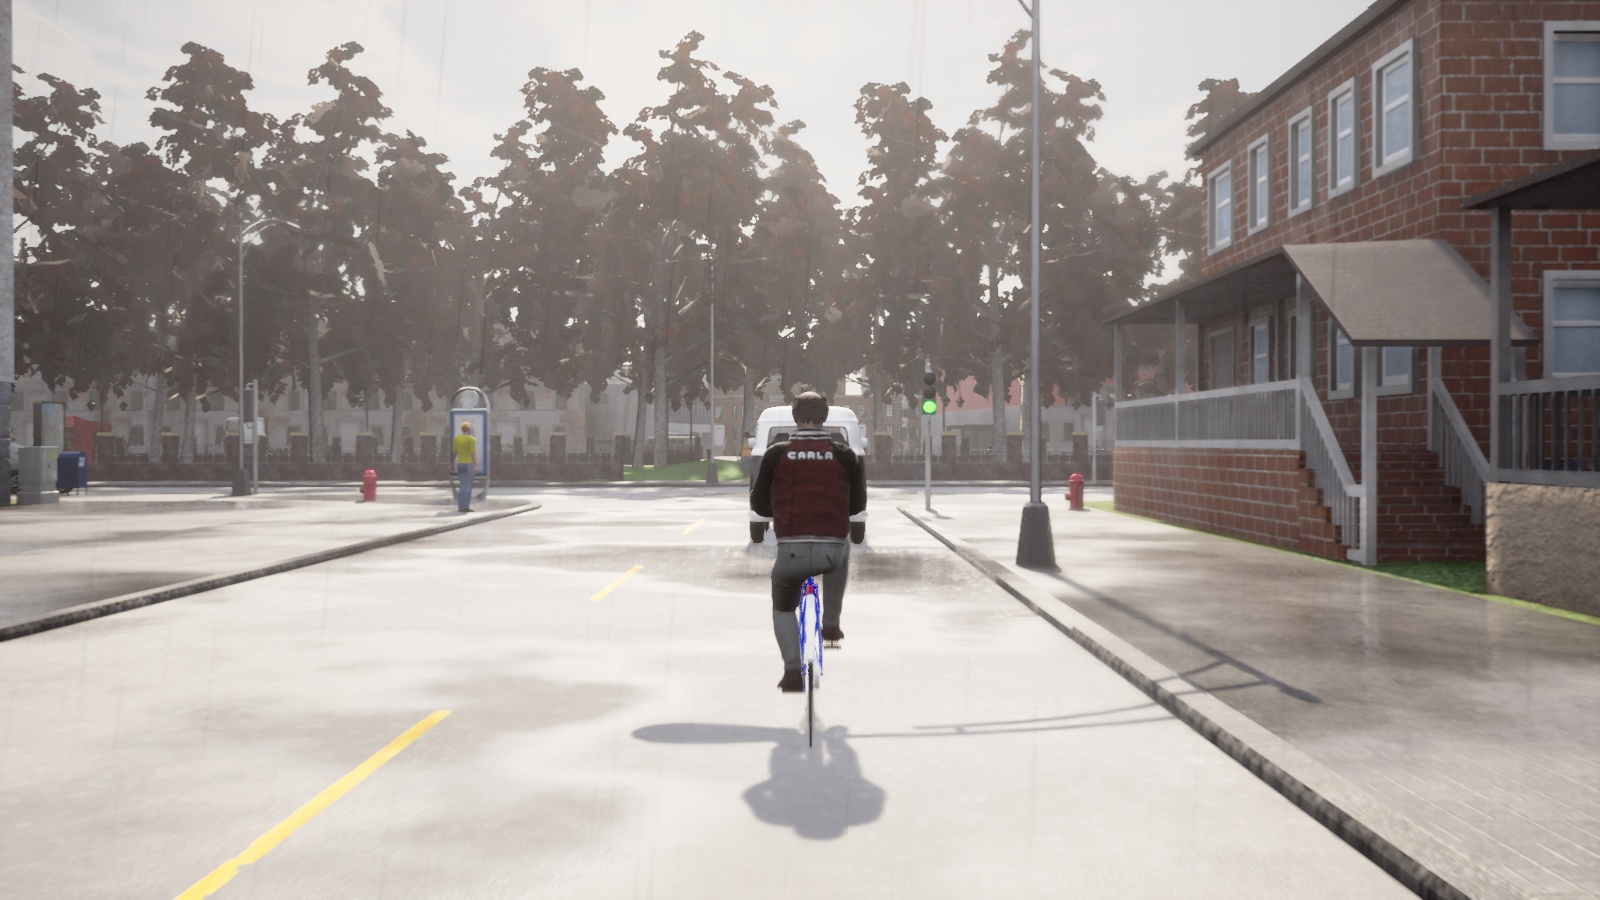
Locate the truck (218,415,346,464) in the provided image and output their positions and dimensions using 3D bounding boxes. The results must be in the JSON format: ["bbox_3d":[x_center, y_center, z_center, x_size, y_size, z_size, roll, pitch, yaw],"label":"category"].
[{"bbox_3d":[-36.938,-0.765,89.648,7.936,3.462,2.891,0,0,0],"label":"truck"}]

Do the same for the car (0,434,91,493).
[{"bbox_3d":[-23.439,0.369,36.330,4.611,1.667,2.242,0,0,1],"label":"car"}]

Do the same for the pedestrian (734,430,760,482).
[{"bbox_3d":[-1.905,0.201,45.516,0.900,1.855,0.874,0,0,0],"label":"pedestrian"}]

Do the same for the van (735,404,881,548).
[{"bbox_3d":[0.127,0.358,20.068,2.069,2.038,4.480,0,0,0],"label":"van"}]

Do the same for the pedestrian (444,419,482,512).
[{"bbox_3d":[-6.759,0.310,25.195,0.354,1.836,0.706,0,0,31],"label":"pedestrian"}]

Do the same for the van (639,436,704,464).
[{"bbox_3d":[-9.155,-0.008,89.553,4.442,1.987,1.775,0,0,0],"label":"van"}]

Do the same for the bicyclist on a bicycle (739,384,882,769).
[{"bbox_3d":[0.054,0.580,6.720,0.659,1.776,1.843,0,0,0],"label":"bicyclist on a bicycle"}]
